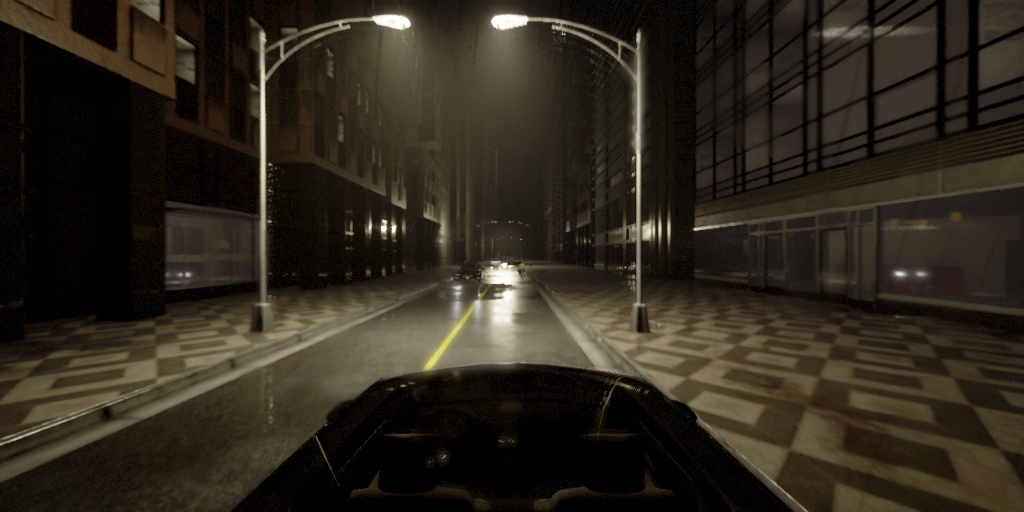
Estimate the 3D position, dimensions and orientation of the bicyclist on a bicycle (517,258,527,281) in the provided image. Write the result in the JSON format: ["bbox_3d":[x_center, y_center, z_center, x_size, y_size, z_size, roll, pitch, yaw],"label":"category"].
[{"bbox_3d":[0.803,1.177,28.586,0.866,1.612,1.509,0,0,0],"label":"bicyclist on a bicycle"}]

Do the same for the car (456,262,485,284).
[{"bbox_3d":[-3.099,1.245,27.351,1.837,1.490,4.892,0,0,0],"label":"car"}]
